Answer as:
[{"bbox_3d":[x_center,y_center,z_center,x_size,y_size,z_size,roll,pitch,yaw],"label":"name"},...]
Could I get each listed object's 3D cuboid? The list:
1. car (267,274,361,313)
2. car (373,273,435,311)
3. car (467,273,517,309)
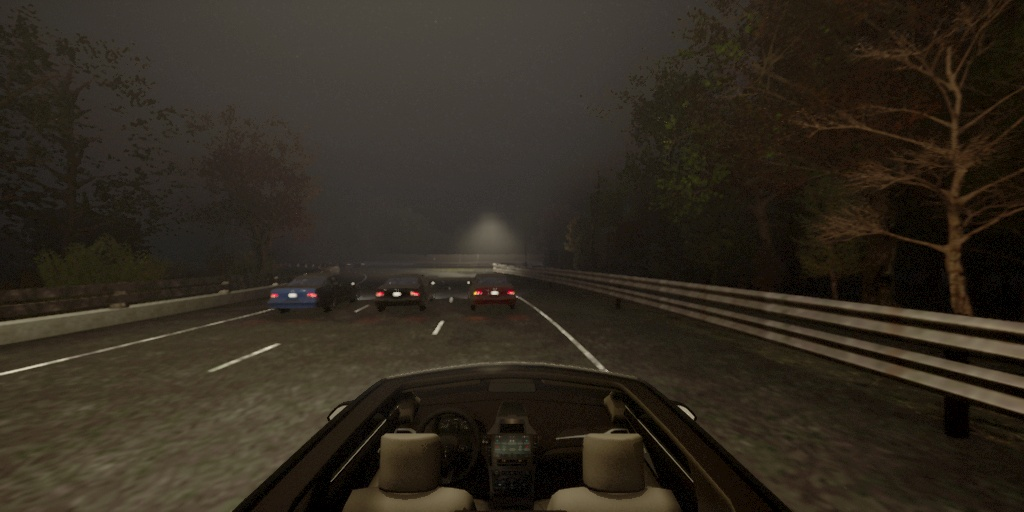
[{"bbox_3d":[-7.904,1.440,14.893,2.033,1.411,5.357,0,-1,-7],"label":"car"},{"bbox_3d":[-4.432,1.441,15.332,2.033,1.411,5.357,0,-1,-7],"label":"car"},{"bbox_3d":[-0.955,1.442,15.736,2.033,1.411,5.357,0,-1,-7],"label":"car"}]
